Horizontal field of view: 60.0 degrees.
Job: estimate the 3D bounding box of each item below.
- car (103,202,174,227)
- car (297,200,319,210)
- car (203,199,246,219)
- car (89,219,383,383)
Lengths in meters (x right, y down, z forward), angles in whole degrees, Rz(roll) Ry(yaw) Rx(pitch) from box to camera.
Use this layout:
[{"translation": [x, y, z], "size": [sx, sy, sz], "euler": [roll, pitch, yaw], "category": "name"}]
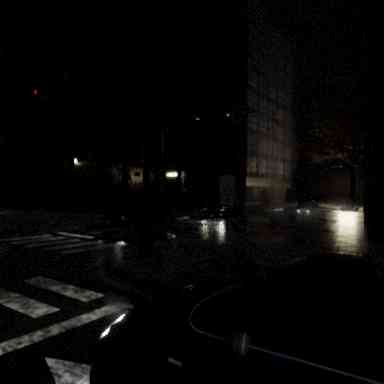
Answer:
[{"translation": [-3.150, 1.407, 20.404], "size": [1.882, 1.535, 5.008], "euler": [1, 0, 36], "category": "car"}, {"translation": [16.929, 1.819, 48.429], "size": [2.033, 1.411, 5.357], "euler": [1, 0, 36], "category": "car"}, {"translation": [2.896, 1.377, 28.880], "size": [2.097, 1.767, 4.553], "euler": [1, 0, 36], "category": "car"}, {"translation": [1.208, 1.343, 2.823], "size": [4.553, 1.767, 2.097], "euler": [1, 1, 35], "category": "car"}]
